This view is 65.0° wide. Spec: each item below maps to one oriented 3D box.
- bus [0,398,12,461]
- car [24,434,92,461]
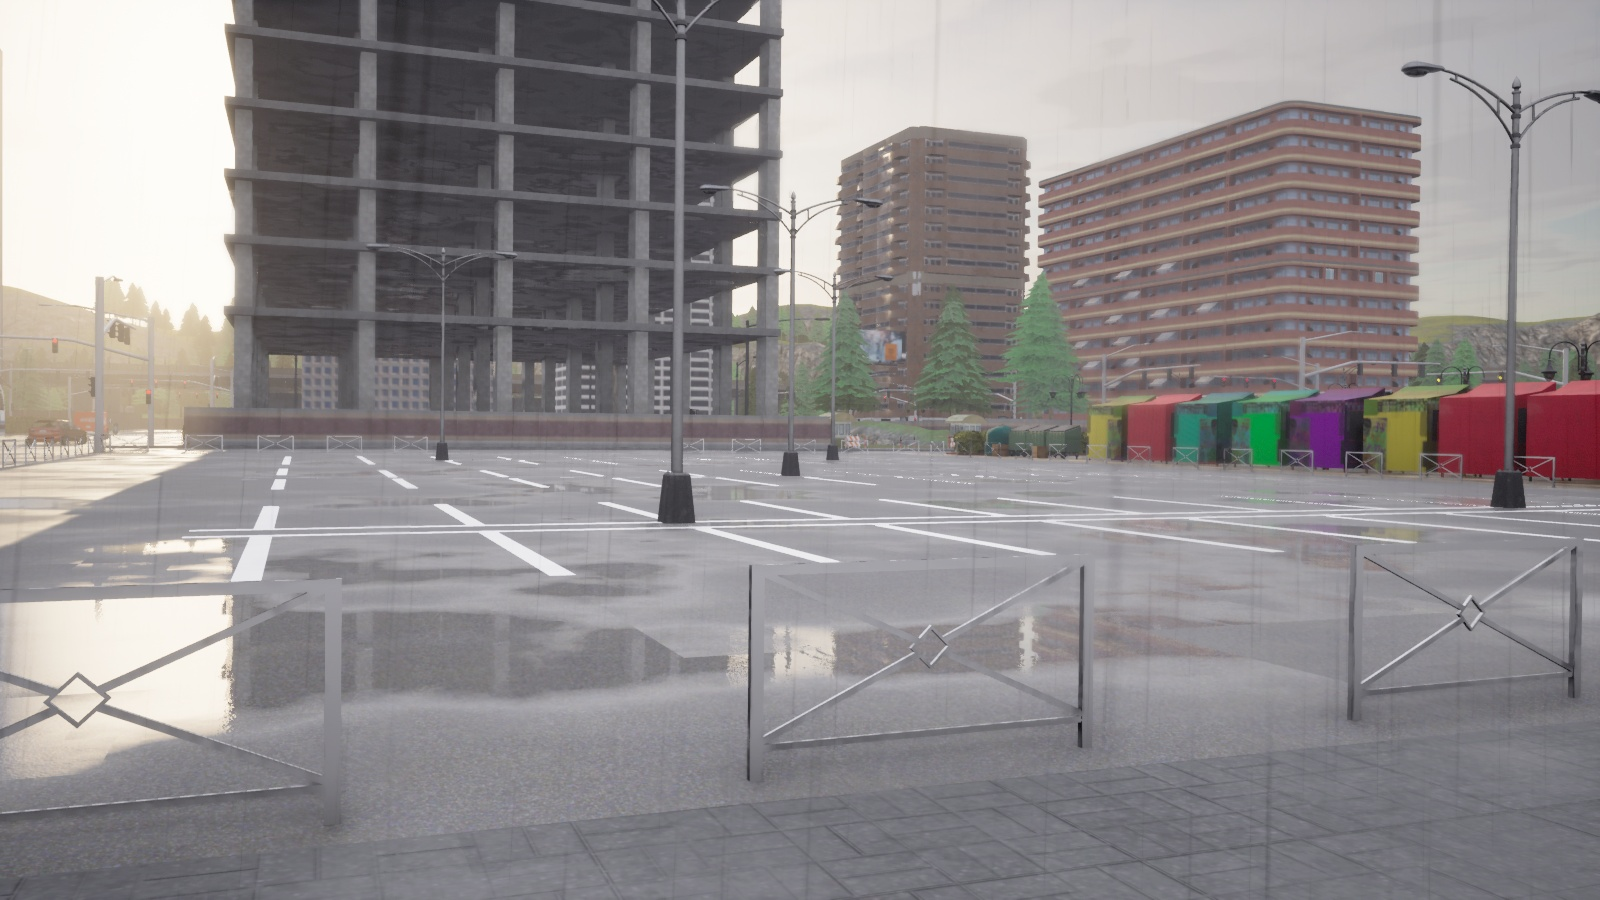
[{"bbox_3d":[-54.720,-1.317,81.763,3.944,4.253,10.273,-1,1,-22],"label":"bus"},{"bbox_3d":[-49.172,-0.182,83.315,2.242,1.667,4.611,-1,1,-8],"label":"car"}]
